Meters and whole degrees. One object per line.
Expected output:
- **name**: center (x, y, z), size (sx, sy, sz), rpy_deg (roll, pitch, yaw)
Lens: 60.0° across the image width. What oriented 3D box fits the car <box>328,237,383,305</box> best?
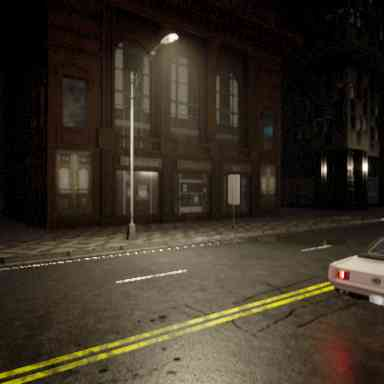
- **car**: center (5.030, 1.574, 7.026), size (4.718, 1.301, 1.895), rpy_deg (0, 0, -35)
